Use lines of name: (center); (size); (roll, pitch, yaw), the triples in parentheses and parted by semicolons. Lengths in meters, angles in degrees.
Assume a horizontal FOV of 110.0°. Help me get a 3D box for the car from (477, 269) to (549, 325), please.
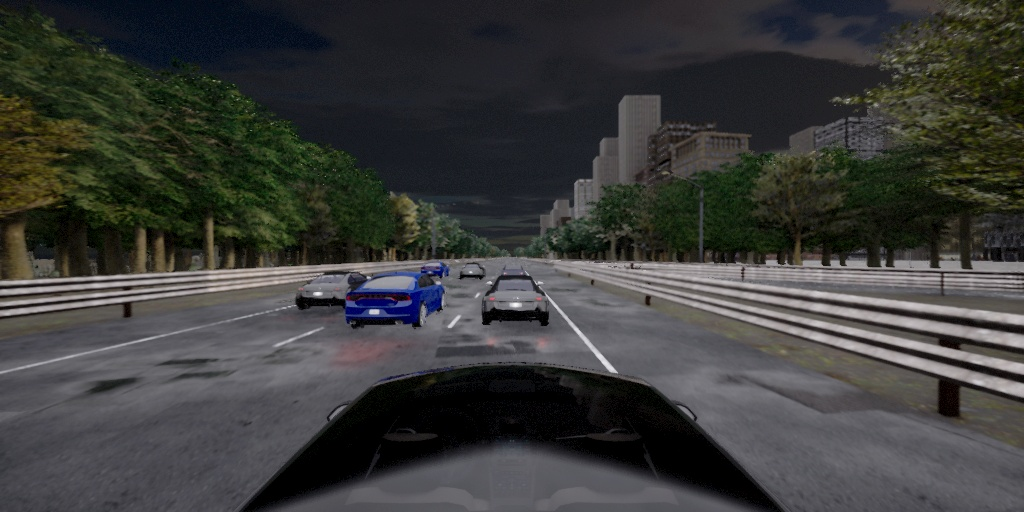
car: (0.099, 1.315, 11.851); (1.994, 1.385, 4.181); (0, 0, 0)

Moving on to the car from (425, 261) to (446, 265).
car: (-6.900, 1.229, 32.611); (1.882, 1.535, 5.008); (0, 0, 0)

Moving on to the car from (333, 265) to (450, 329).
car: (-3.400, 1.228, 11.326); (1.882, 1.535, 5.008); (0, 0, 0)

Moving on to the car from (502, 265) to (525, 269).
car: (0.098, 1.353, 29.663); (1.895, 1.301, 4.718); (0, 0, 0)

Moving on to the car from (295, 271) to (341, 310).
car: (-6.898, 1.314, 14.750); (1.994, 1.385, 4.181); (0, 0, 0)

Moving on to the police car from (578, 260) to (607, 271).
police car: (10.822, 1.330, 49.140); (2.038, 1.542, 4.974); (0, 0, -24)

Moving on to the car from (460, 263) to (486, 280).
car: (-3.401, 1.316, 31.615); (1.994, 1.385, 4.181); (0, 0, 0)
